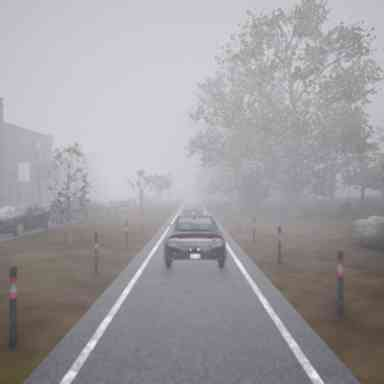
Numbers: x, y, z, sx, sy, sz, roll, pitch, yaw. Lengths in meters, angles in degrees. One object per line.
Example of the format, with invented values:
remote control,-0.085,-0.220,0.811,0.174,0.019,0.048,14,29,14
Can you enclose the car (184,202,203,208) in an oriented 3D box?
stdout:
car,0.102,1.666,33.981,1.895,1.301,4.718,0,0,0

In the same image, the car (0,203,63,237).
car,-8.992,1.354,17.433,2.097,1.535,5.008,0,0,2

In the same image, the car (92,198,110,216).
car,-9.005,1.389,28.530,2.097,1.535,5.008,0,0,2

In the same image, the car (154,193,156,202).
car,-9.048,1.491,67.341,2.002,1.452,4.674,0,0,0

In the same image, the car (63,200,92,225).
car,-8.999,1.382,22.974,2.231,1.521,4.892,0,0,2

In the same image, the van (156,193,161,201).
van,-9.065,1.256,78.313,1.878,1.987,4.442,0,0,2

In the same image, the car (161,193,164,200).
car,-9.066,1.475,83.998,2.231,1.521,4.892,0,-1,-2

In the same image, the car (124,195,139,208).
car,-9.024,1.399,45.164,2.097,1.535,5.008,0,0,2

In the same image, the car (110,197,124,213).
car,-9.020,1.382,34.912,1.946,1.575,5.366,0,0,2

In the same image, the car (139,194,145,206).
car,-9.030,1.396,50.712,2.097,1.535,5.008,0,0,2

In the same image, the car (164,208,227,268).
car,0.093,1.538,11.480,2.128,1.511,4.902,0,0,0

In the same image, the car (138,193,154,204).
car,-9.040,1.196,60.597,2.435,2.045,5.566,0,0,1
